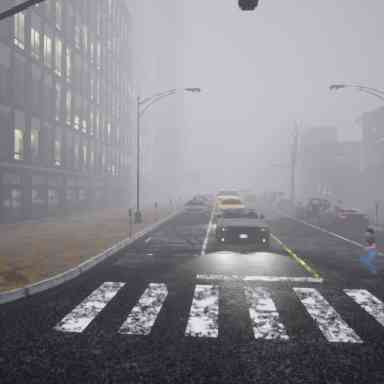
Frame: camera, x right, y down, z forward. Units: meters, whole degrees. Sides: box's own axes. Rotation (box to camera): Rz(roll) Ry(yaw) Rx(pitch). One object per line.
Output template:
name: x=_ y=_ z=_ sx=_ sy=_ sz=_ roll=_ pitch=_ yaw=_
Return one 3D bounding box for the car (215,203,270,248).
car: x=1.980 y=1.353 z=13.679 sx=1.994 sy=1.385 sz=4.181 roll=0 pitch=1 yaw=5

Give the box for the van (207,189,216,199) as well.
van: x=3.976 y=0.393 z=68.662 sx=1.690 sy=1.788 sz=3.998 roll=1 pitch=1 yaw=5

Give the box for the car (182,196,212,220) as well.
car: x=0.286 y=1.226 z=24.451 sx=1.802 sy=1.307 sz=4.206 roll=1 pitch=1 yaw=5

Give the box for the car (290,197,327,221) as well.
car: x=8.639 y=1.127 z=23.754 sx=1.967 sy=1.590 sz=4.097 roll=1 pitch=1 yaw=5

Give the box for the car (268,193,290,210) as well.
car: x=9.559 y=1.096 z=34.808 sx=2.008 sy=1.369 sz=4.403 roll=1 pitch=1 yaw=5

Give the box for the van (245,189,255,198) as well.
van: x=12.787 y=0.357 z=73.494 sx=1.690 sy=1.788 sz=3.998 roll=1 pitch=1 yaw=5

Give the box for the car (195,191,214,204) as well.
car: x=0.749 y=1.015 z=29.975 sx=1.967 sy=1.590 sz=4.097 roll=1 pitch=1 yaw=5

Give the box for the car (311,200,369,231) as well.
car: x=8.176 y=1.338 z=18.226 sx=1.802 sy=1.307 sz=4.206 roll=1 pitch=1 yaw=5

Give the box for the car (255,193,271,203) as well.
car: x=10.956 y=0.848 z=51.559 sx=1.752 sy=1.417 sz=4.829 roll=1 pitch=1 yaw=5

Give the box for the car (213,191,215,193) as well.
car: x=2.128 y=0.939 z=46.558 sx=1.802 sy=1.307 sz=4.206 roll=1 pitch=1 yaw=5

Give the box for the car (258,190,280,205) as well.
car: x=10.485 y=0.715 z=45.860 sx=2.192 sy=1.841 sz=5.009 roll=1 pitch=1 yaw=5

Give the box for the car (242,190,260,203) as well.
car: x=7.650 y=0.922 z=43.784 sx=1.837 sy=1.490 sz=4.892 roll=0 pitch=1 yaw=5

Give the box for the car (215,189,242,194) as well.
car: x=3.739 y=0.746 z=34.657 sx=2.150 sy=2.045 sz=5.566 roll=0 pitch=1 yaw=5

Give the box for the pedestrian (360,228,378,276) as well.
pedestrian: x=4.548 y=1.441 z=8.383 sx=0.375 sy=1.300 sz=0.375 roll=1 pitch=0 yaw=5

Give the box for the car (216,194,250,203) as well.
car: x=2.838 y=1.138 z=24.010 sx=1.882 sy=1.535 sz=5.008 roll=0 pitch=1 yaw=5

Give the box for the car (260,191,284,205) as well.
car: x=10.023 y=0.788 z=40.330 sx=2.192 sy=1.841 sz=5.009 roll=1 pitch=1 yaw=5

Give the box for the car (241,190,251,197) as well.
car: x=13.707 y=0.297 z=84.548 sx=1.967 sy=1.590 sz=4.097 roll=1 pitch=1 yaw=5
